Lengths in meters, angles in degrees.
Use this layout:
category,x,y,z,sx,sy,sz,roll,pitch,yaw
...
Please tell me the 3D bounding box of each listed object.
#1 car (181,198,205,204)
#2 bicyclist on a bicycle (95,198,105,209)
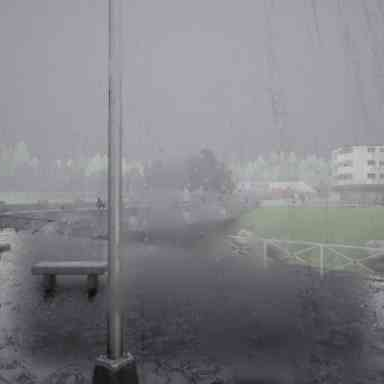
category,x,y,z,sx,sy,sz,roll,pitch,yaw
car,0.208,1.581,48.909,1.994,1.385,4.181,0,0,35
bicyclist on a bicycle,-8.262,1.363,29.804,1.656,1.620,0.582,0,0,35
